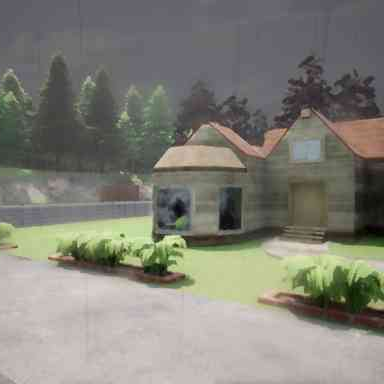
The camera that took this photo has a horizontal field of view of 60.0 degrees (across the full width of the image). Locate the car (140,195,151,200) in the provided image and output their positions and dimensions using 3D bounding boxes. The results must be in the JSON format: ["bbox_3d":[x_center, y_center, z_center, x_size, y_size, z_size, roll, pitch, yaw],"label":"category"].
[{"bbox_3d":[-9.414,1.403,60.363,2.097,1.767,4.553,0,0,36],"label":"car"}]
